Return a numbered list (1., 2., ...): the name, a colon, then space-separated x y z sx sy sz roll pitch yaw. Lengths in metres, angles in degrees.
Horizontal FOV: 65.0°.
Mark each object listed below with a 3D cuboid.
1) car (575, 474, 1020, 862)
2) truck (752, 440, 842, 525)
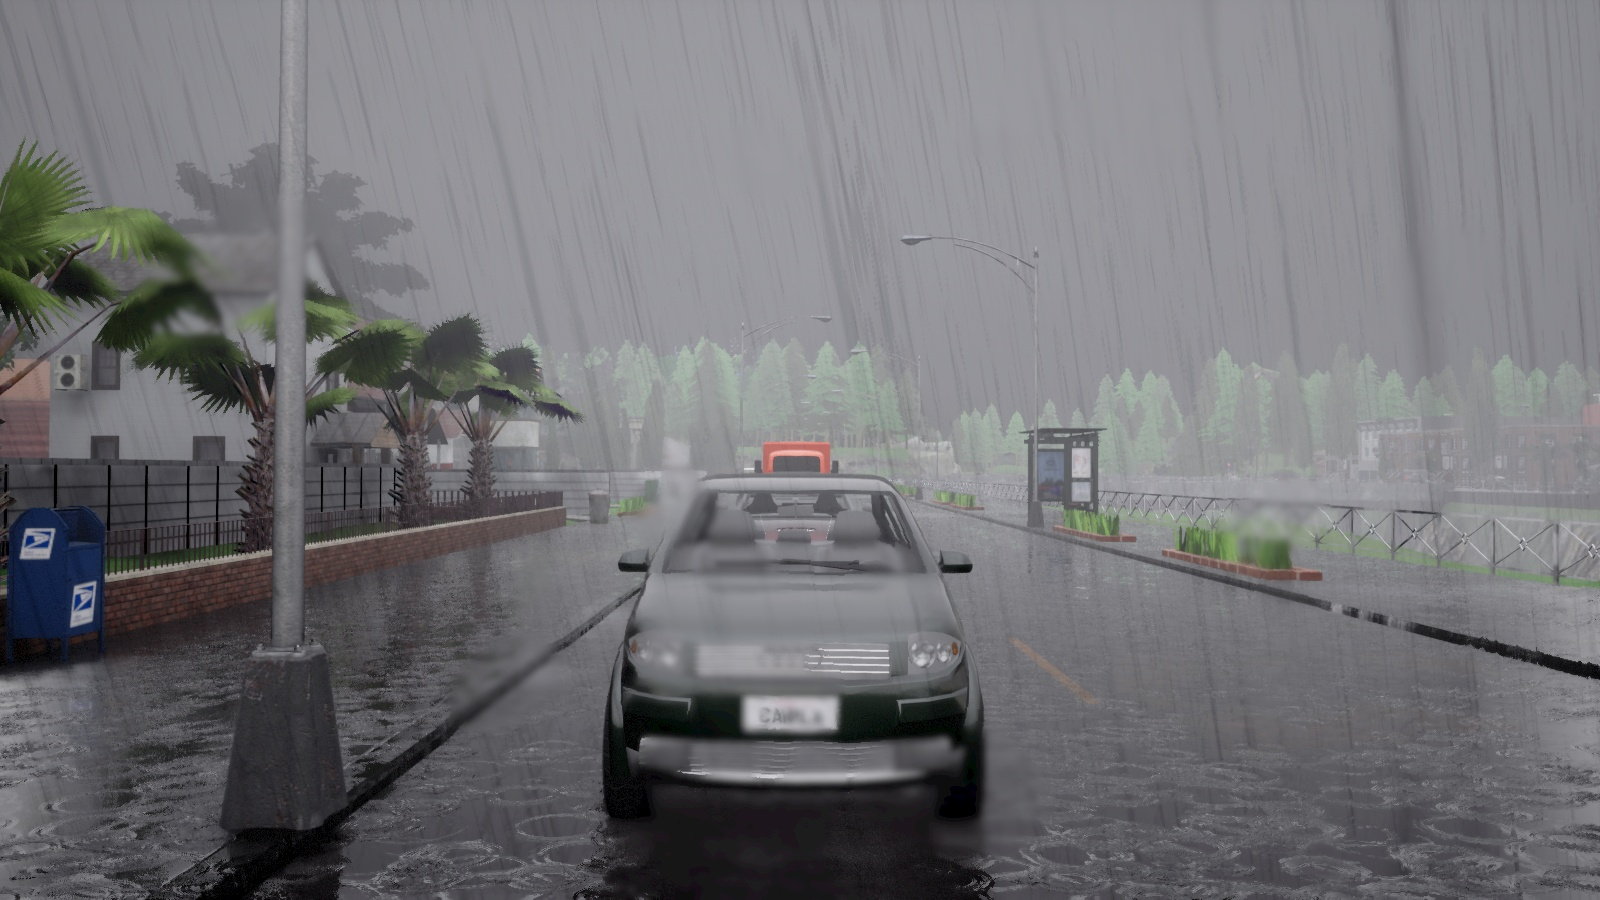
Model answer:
1. car: -0.019 0.909 6.911 1.789 1.549 3.705 0 -1 0
2. truck: -0.102 0.985 39.199 2.627 2.467 5.204 0 -1 0
